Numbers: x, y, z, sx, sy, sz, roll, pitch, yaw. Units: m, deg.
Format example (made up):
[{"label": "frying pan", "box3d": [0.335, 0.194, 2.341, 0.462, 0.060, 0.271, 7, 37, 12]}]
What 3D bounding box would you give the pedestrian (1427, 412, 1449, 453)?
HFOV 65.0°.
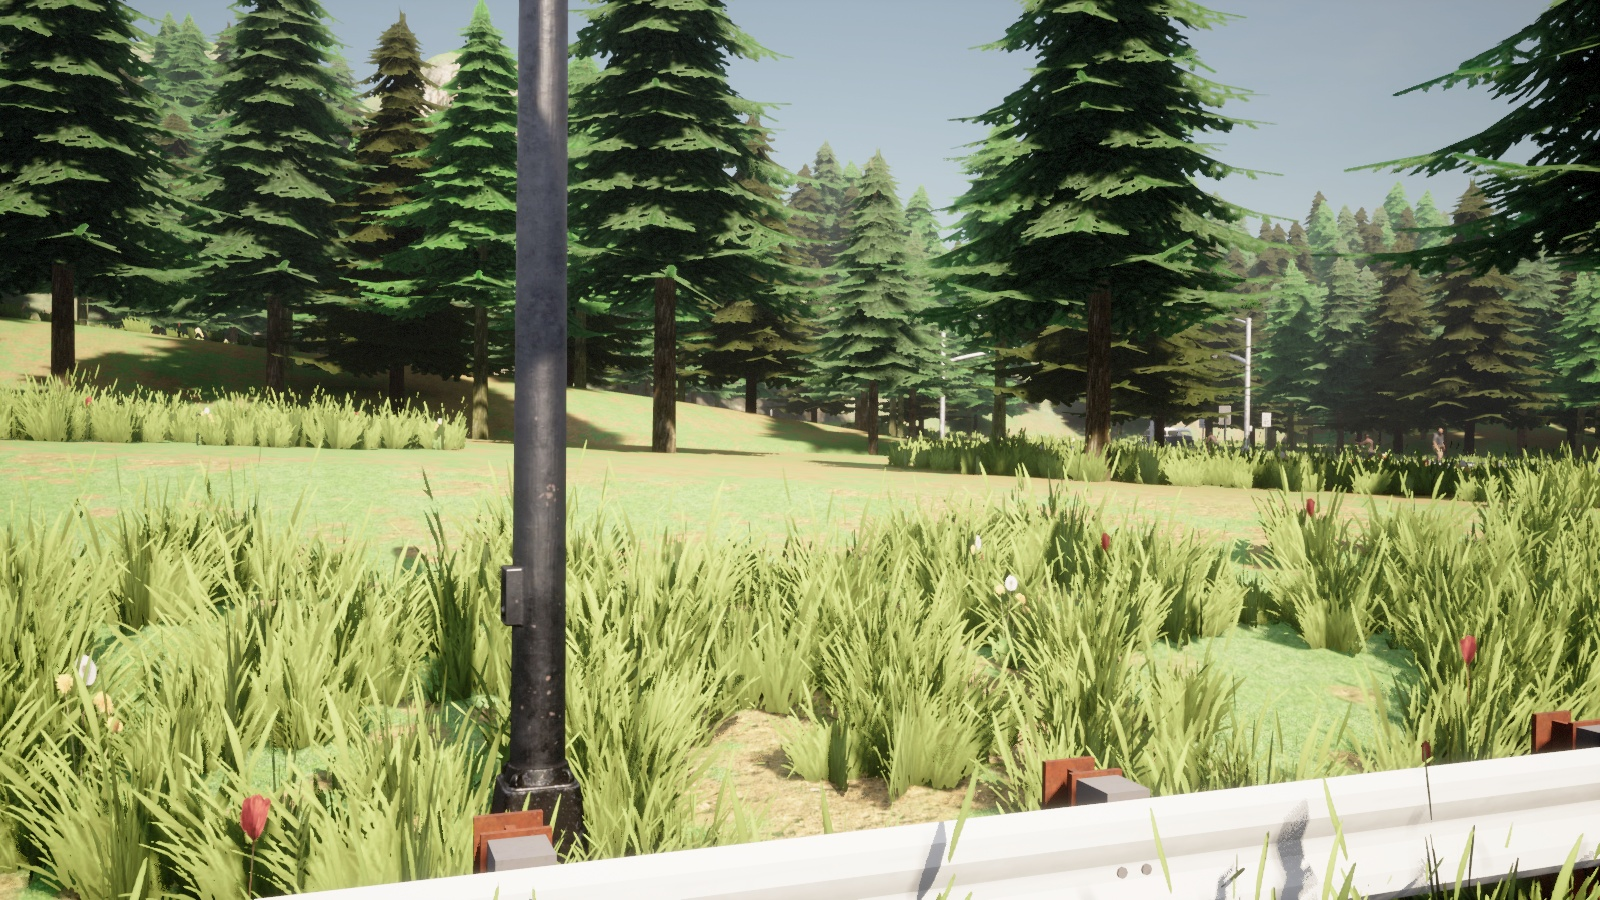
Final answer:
[{"label": "pedestrian", "box3d": [28.459, -0.785, 56.012, 0.540, 1.848, 0.694, -1, 1, -28]}]
